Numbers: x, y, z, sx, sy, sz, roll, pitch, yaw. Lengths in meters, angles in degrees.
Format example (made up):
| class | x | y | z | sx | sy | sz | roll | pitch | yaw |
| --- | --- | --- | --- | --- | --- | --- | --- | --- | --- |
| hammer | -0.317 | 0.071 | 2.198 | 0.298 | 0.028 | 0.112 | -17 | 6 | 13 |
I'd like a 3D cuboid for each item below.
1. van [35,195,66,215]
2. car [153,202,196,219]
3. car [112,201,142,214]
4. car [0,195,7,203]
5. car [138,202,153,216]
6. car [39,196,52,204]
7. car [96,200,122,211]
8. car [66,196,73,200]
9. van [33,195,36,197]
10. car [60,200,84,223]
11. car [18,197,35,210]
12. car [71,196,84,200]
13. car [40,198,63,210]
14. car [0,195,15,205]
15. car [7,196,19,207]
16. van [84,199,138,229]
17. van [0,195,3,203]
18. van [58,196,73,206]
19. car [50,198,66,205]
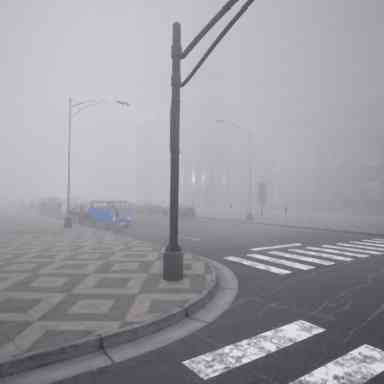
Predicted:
| class | x | y | z | sx | sy | sz | roll | pitch | yaw |
| --- | --- | --- | --- | --- | --- | --- | --- | --- | --- |
| van | -14.820 | 1.398 | 34.780 | 1.690 | 1.788 | 3.998 | 1 | -1 | -35 |
| car | -1.450 | 1.710 | 30.675 | 1.887 | 1.381 | 4.507 | 1 | -1 | -35 |
| car | -7.830 | 1.752 | 39.698 | 1.887 | 1.381 | 4.507 | 1 | -1 | -35 |
| car | -43.510 | 1.565 | 75.393 | 2.192 | 1.841 | 5.009 | 1 | -1 | -35 |
| car | -4.640 | 1.731 | 35.186 | 1.887 | 1.381 | 4.507 | 1 | -1 | -35 |
| car | -33.348 | 1.819 | 75.793 | 1.967 | 1.590 | 4.097 | 1 | -1 | -35 |
| car | -11.117 | 1.755 | 44.348 | 1.752 | 1.417 | 4.829 | 1 | -1 | -35 |
| car | -20.587 | 1.608 | 57.747 | 2.192 | 1.841 | 5.009 | 1 | -1 | -35 |
| van | -36.536 | 1.742 | 80.305 | 1.690 | 1.788 | 3.998 | 1 | -1 | -35 |
| car | -8.447 | 1.559 | 25.753 | 1.887 | 1.381 | 4.507 | 1 | -1 | -35 |
| car | -21.198 | 1.681 | 43.803 | 1.802 | 1.307 | 4.206 | 1 | -1 | -35 |
| car | -17.399 | 1.816 | 53.233 | 1.887 | 1.381 | 4.507 | 1 | -1 | -35 |
| car | -19.708 | 1.658 | 46.504 | 1.837 | 1.490 | 4.892 | 1 | -1 | -35 |
| car | -37.039 | 1.731 | 66.227 | 1.752 | 1.417 | 4.829 | 1 | -1 | -35 |
| car | -27.573 | 1.693 | 52.828 | 2.008 | 1.369 | 4.403 | 1 | -1 | -35 |
| van | -5.257 | 1.336 | 21.243 | 1.690 | 1.788 | 3.998 | 1 | -1 | -35 |
| van | -46.698 | 1.613 | 79.905 | 1.690 | 1.788 | 3.998 | 1 | -1 | -35 |
| van | -23.777 | 1.655 | 62.258 | 1.690 | 1.788 | 3.998 | 1 | -1 | -35 |
| car | -26.969 | 1.887 | 66.768 | 2.008 | 1.369 | 4.403 | 1 | -1 | -35 |
